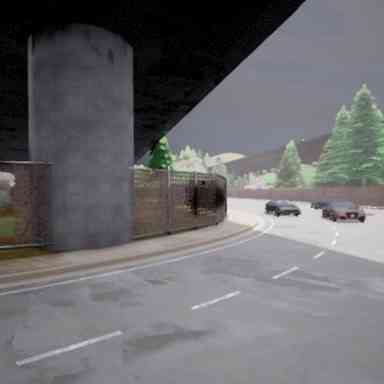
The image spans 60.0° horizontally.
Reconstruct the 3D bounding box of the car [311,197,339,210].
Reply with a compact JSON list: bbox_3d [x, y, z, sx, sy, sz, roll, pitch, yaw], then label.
[{"bbox_3d":[14.312,1.233,34.095,2.033,1.411,5.357,-1,0,-10],"label":"car"}]

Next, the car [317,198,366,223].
[{"bbox_3d":[10.610,1.341,23.484,1.994,1.385,4.181,0,0,7],"label":"car"}]

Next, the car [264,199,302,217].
[{"bbox_3d":[7.640,1.322,28.525,2.033,1.411,5.357,0,0,-2],"label":"car"}]
